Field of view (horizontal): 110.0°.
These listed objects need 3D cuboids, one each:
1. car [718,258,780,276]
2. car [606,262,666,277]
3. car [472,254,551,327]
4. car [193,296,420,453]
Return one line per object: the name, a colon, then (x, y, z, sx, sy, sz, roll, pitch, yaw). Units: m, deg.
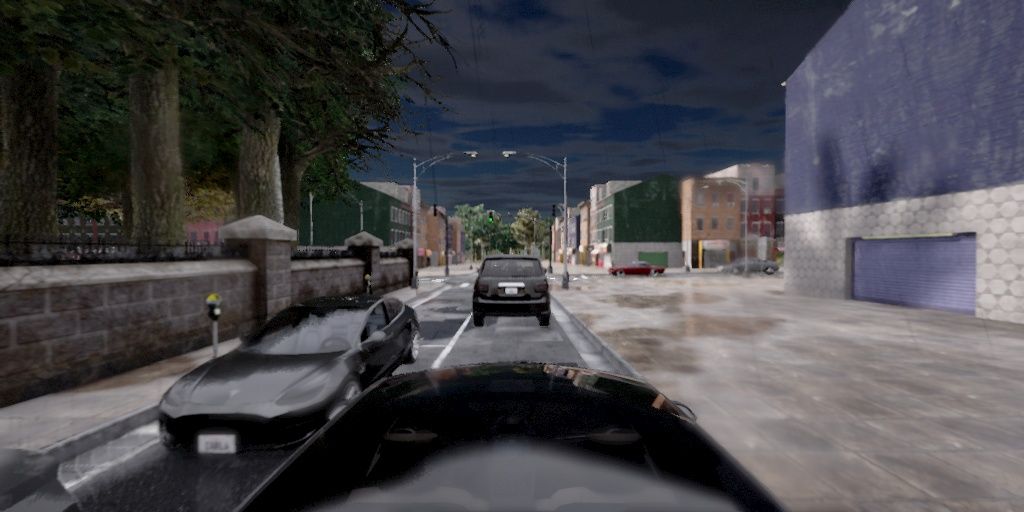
car: (21.017, 0.924, 31.960, 4.902, 1.511, 2.128, -1, 1, 0)
car: (10.979, 1.168, 31.971, 4.718, 1.301, 1.895, -1, 1, 0)
car: (-0.003, 0.969, 11.720, 2.150, 2.045, 5.566, 0, 0, 0)
car: (-2.636, 1.314, 5.393, 1.948, 1.339, 4.313, 0, 0, 0)
